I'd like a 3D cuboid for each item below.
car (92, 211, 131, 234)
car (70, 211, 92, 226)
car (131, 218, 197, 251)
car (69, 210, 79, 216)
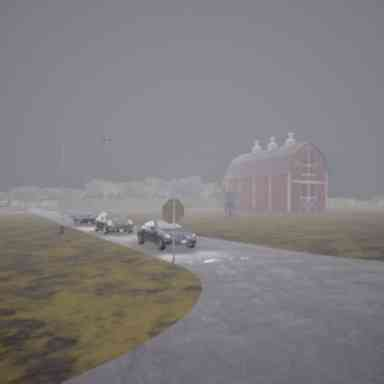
[{"bbox_3d":[-6.231,2.347,26.473,2.097,1.767,4.553,1,-3,-28],"label":"car"},{"bbox_3d":[-11.885,3.051,37.034,1.895,1.301,4.718,1,-3,-28],"label":"car"},{"bbox_3d":[-1.457,2.136,17.566,1.812,1.442,4.674,1,-3,-28],"label":"car"},{"bbox_3d":[-20.692,3.944,59.672,2.033,1.411,5.357,1,-3,-28],"label":"car"}]
